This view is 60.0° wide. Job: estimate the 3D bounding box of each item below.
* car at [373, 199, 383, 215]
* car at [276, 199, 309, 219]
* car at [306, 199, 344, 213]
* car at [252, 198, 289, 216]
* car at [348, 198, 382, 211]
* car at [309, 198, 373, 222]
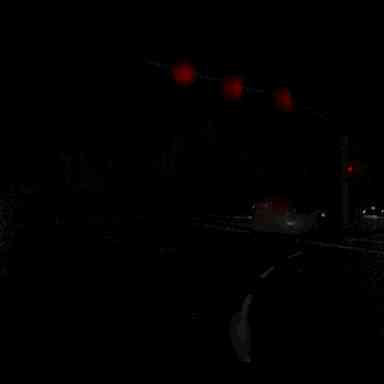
[{"bbox_3d":[19.202,1.579,31.801,4.181,1.385,1.994,0,0,-35],"label":"car"},{"bbox_3d":[10.353,1.559,29.840,5.357,1.411,2.033,0,0,-35],"label":"car"},{"bbox_3d":[14.978,1.579,37.388,4.181,1.385,1.994,0,0,-36],"label":"car"},{"bbox_3d":[7.948,1.363,32.380,4.553,1.767,2.097,0,0,-35],"label":"car"},{"bbox_3d":[22.113,1.544,42.438,4.674,1.442,1.812,0,0,-35],"label":"car"},{"bbox_3d":[11.950,1.503,26.636,4.902,1.511,2.128,0,0,-36],"label":"car"}]
